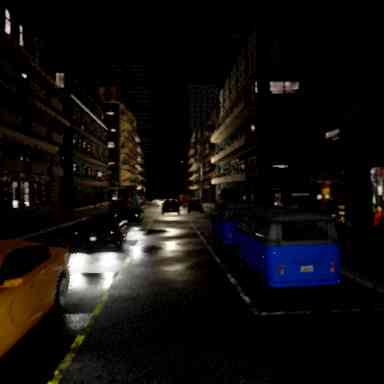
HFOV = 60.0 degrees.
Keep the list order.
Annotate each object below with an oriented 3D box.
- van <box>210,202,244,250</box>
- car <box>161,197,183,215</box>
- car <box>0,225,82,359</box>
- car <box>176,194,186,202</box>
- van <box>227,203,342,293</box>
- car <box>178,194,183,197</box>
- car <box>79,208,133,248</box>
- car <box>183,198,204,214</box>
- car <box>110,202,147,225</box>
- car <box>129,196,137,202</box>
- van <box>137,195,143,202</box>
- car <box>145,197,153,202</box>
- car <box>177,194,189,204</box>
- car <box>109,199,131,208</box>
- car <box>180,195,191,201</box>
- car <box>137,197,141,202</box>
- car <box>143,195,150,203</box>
[{"bbox_3d":[1.820,1.340,14.168,1.690,1.788,3.998,-2,0,-4],"label":"van"},{"bbox_3d":[-2.233,1.583,35.150,1.882,1.535,5.008,-1,0,-3],"label":"car"},{"bbox_3d":[-3.350,1.541,5.018,1.882,1.535,5.008,-1,0,-4],"label":"car"},{"bbox_3d":[-2.736,1.522,81.238,2.192,1.841,5.009,-2,0,-4],"label":"car"},{"bbox_3d":[2.199,1.323,8.578,1.690,1.788,3.998,-2,0,-4],"label":"van"},{"bbox_3d":[-1.218,1.452,58.881,2.192,1.841,5.009,-2,0,-4],"label":"car"},{"bbox_3d":[-4.030,1.658,15.054,1.994,1.385,4.181,-1,0,-4],"label":"car"},{"bbox_3d":[0.309,1.650,36.524,1.802,1.307,4.206,-2,0,-4],"label":"car"},{"bbox_3d":[-4.713,1.726,25.316,1.895,1.301,4.718,-1,0,-4],"label":"car"},{"bbox_3d":[-8.404,1.656,41.576,1.967,1.590,4.097,-2,0,-4],"label":"car"},{"bbox_3d":[-9.166,1.592,52.755,1.690,1.788,3.998,-2,0,-4],"label":"van"},{"bbox_3d":[-11.849,1.956,91.876,1.802,1.307,4.206,-2,0,-4],"label":"car"},{"bbox_3d":[-1.977,1.487,70.060,2.192,1.841,5.009,-2,0,-4],"label":"car"},{"bbox_3d":[-8.020,1.780,35.987,1.802,1.307,4.206,-2,0,-4],"label":"car"},{"bbox_3d":[-0.464,1.628,47.872,1.752,1.417,4.829,-2,0,-4],"label":"car"},{"bbox_3d":[-8.780,1.784,47.165,2.008,1.369,4.403,-2,0,-4],"label":"car"},{"bbox_3d":[-9.949,1.601,63.931,2.192,1.841,5.009,-2,0,-4],"label":"car"}]
